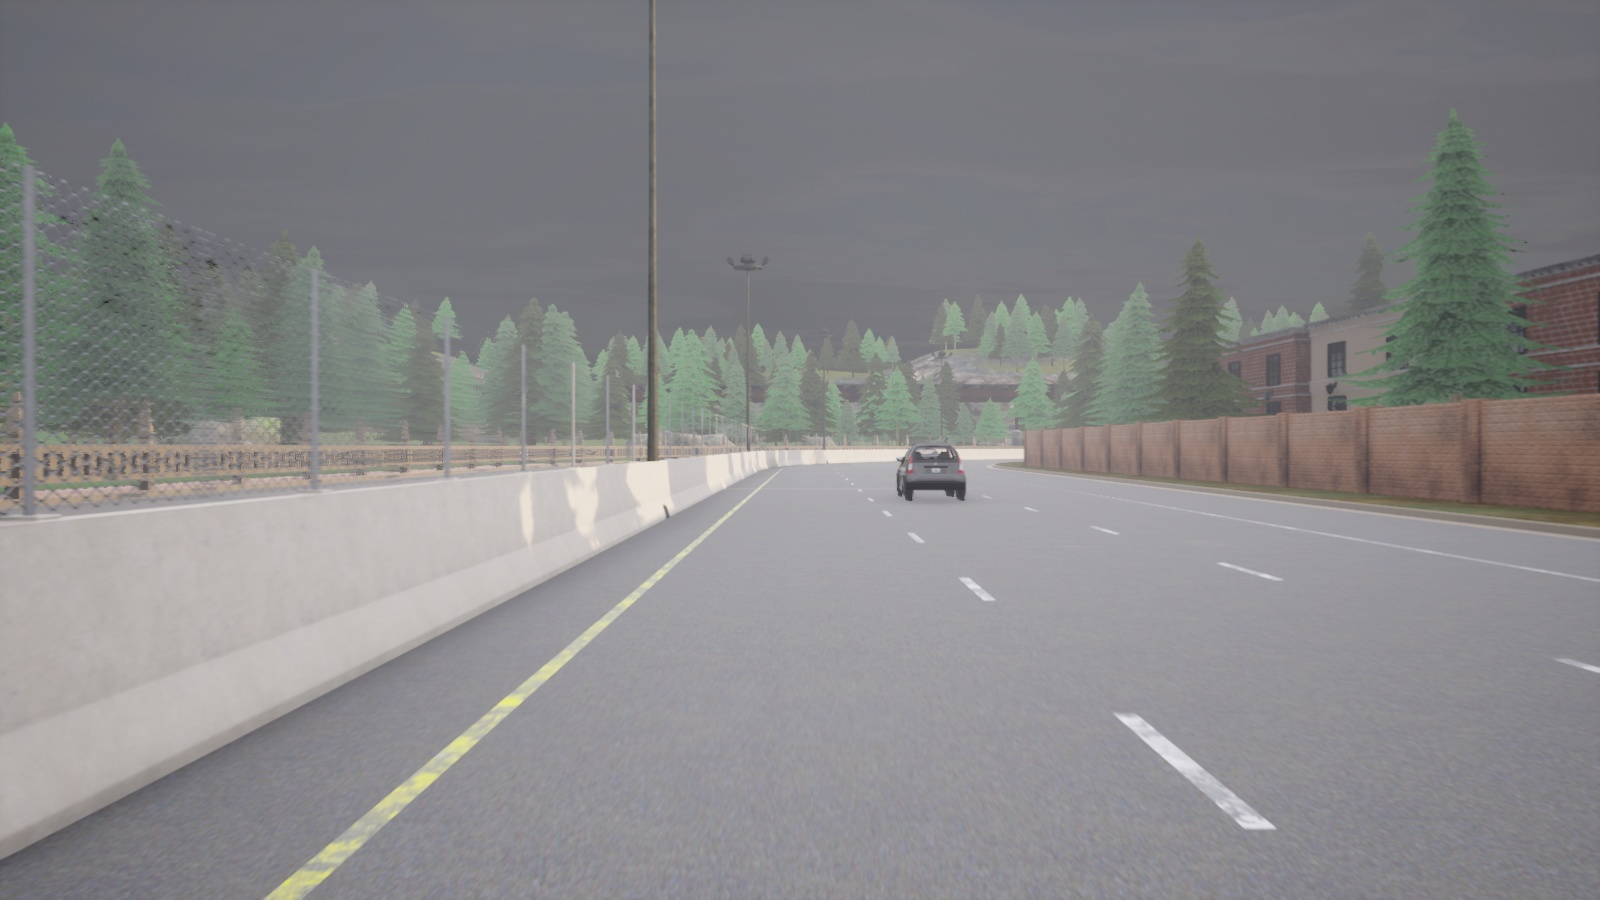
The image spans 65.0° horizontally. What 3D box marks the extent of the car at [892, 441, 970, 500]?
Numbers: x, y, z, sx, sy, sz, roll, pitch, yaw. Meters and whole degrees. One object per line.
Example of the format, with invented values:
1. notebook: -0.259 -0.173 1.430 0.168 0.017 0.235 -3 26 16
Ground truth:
1. car: 3.739 0.546 36.452 1.851 1.617 3.988 0 0 0
